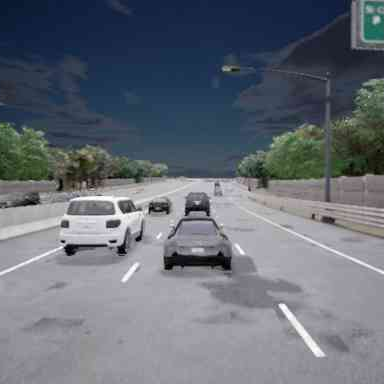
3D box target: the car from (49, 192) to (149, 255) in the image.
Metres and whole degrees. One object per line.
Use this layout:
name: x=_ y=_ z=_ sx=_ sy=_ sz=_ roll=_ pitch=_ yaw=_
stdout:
car: x=-3.306 y=1.177 z=13.247 sx=2.150 sy=2.045 sz=5.566 roll=0 pitch=0 yaw=1

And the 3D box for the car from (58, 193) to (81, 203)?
car: x=-19.750 y=0.905 z=53.867 sx=1.994 sy=1.385 sz=4.181 roll=0 pitch=1 yaw=3

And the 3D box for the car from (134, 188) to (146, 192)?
car: x=-11.601 y=-0.048 z=74.508 sx=2.097 sy=1.767 sz=4.553 roll=0 pitch=2 yaw=4

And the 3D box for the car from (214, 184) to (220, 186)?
car: x=7.302 y=-0.678 z=94.375 sx=2.033 sy=1.411 sz=5.357 roll=0 pitch=3 yaw=4

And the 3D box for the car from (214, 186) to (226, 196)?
car: x=6.110 y=0.041 z=77.175 sx=2.033 sy=1.411 sz=5.357 roll=0 pitch=2 yaw=4

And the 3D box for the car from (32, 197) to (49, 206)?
car: x=-13.595 y=1.355 z=33.229 sx=1.895 sy=1.301 sz=4.718 roll=0 pitch=1 yaw=2

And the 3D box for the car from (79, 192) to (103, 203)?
car: x=-16.253 y=0.832 z=53.827 sx=2.128 sy=1.511 sz=4.902 roll=0 pitch=1 yaw=3

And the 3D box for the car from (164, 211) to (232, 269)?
car: x=0.174 y=1.535 z=11.013 sx=1.994 sy=1.385 sz=4.181 roll=0 pitch=0 yaw=1

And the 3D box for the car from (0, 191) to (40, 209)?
car: x=-17.098 y=0.976 z=33.064 sx=2.150 sy=2.045 sz=5.566 roll=0 pitch=1 yaw=2

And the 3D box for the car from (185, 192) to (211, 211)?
car: x=0.514 y=1.016 z=29.896 sx=2.150 sy=2.045 sz=5.566 roll=0 pitch=1 yaw=1

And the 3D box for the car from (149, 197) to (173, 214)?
car: x=-2.935 y=1.251 z=31.702 sx=1.882 sy=1.535 sz=5.008 roll=0 pitch=1 yaw=2
